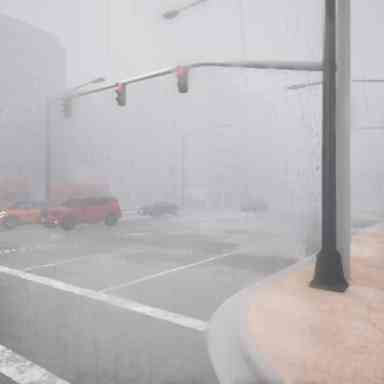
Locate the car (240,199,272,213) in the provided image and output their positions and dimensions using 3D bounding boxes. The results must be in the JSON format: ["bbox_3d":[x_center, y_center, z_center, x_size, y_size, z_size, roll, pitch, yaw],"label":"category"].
[{"bbox_3d":[8.248,1.928,43.393,2.033,1.411,5.357,0,-1,36],"label":"car"}]

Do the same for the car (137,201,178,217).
[{"bbox_3d":[-3.333,1.664,33.153,2.128,1.511,4.902,0,0,35],"label":"car"}]

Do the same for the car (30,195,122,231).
[{"bbox_3d":[-7.124,1.273,21.733,2.150,2.045,5.566,0,1,35],"label":"car"}]

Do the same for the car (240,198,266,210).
[{"bbox_3d":[9.408,1.814,50.986,2.097,1.767,4.553,0,0,35],"label":"car"}]

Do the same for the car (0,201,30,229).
[{"bbox_3d":[-11.078,1.386,22.214,2.097,1.767,4.553,0,0,35],"label":"car"}]
